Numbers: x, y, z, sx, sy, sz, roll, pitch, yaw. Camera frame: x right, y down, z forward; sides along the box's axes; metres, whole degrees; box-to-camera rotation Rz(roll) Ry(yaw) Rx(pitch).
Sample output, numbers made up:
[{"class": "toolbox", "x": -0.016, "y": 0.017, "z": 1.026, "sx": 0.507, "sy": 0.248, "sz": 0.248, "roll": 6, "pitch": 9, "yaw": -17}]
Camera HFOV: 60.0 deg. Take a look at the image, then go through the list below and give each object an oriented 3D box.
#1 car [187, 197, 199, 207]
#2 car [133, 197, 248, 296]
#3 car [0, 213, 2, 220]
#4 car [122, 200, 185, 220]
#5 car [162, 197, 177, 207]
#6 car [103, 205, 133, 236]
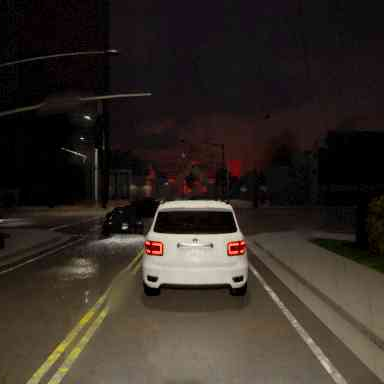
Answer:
[{"class": "car", "x": 0.128, "y": 1.525, "z": 51.039, "sx": 1.812, "sy": 1.442, "sz": 4.674, "roll": 0, "pitch": 0, "yaw": 0}, {"class": "car", "x": 0.079, "y": 1.221, "z": 8.778, "sx": 2.150, "sy": 2.045, "sz": 5.566, "roll": 0, "pitch": 0, "yaw": 0}, {"class": "car", "x": -16.371, "y": 1.610, "z": 24.021, "sx": 4.892, "sy": 1.490, "sz": 1.837, "roll": -1, "pitch": 0, "yaw": 0}, {"class": "car", "x": -3.122, "y": 1.498, "z": 27.610, "sx": 5.008, "sy": 1.535, "sz": 1.882, "roll": 0, "pitch": 0, "yaw": 0}, {"class": "car", "x": -3.533, "y": 1.564, "z": 52.921, "sx": 1.994, "sy": 1.385, "sz": 4.181, "roll": 0, "pitch": 0, "yaw": 0}, {"class": "car", "x": -3.691, "y": 1.573, "z": 18.212, "sx": 1.994, "sy": 1.385, "sz": 4.181, "roll": 0, "pitch": 0, "yaw": -12}]
